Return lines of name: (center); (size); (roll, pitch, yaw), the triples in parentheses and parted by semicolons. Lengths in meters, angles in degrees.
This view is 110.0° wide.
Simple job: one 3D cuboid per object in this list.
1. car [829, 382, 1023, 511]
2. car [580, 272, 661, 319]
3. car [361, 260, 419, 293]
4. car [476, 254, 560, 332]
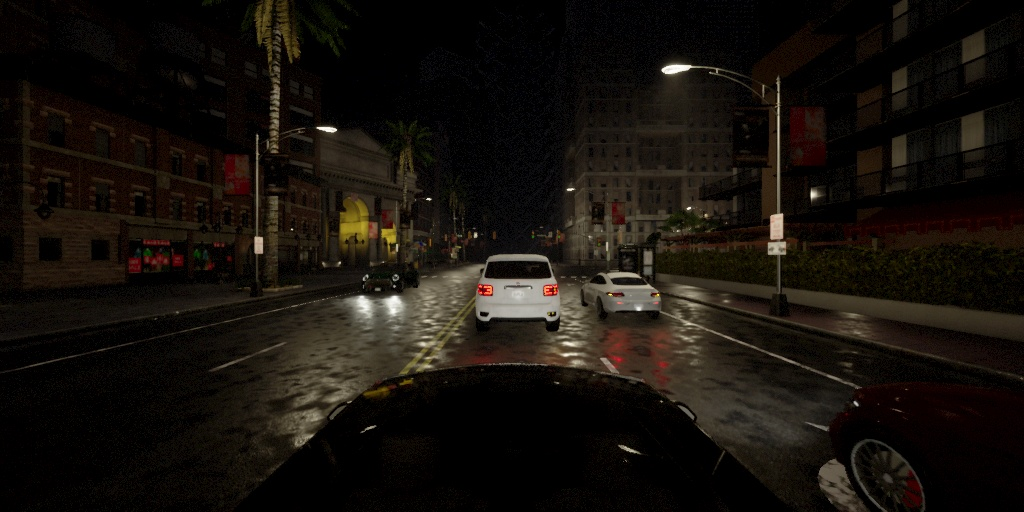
car: (3.671, 1.276, 1.125); (1.812, 1.442, 4.674); (0, 0, 0)
car: (3.675, 1.276, 12.685); (1.812, 1.442, 4.674); (0, 0, 0)
car: (-6.884, 1.143, 20.692); (2.097, 1.767, 4.553); (0, 0, 0)
car: (0.159, 0.972, 11.043); (2.150, 2.045, 5.566); (0, 0, 0)
